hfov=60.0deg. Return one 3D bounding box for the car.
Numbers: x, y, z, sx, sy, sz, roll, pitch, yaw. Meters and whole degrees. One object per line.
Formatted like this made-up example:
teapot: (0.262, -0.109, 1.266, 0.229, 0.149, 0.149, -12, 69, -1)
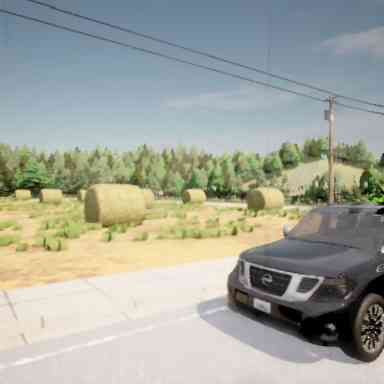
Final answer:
car: (3.233, 1.236, 6.293, 5.566, 2.045, 2.150, 0, 0, -36)
